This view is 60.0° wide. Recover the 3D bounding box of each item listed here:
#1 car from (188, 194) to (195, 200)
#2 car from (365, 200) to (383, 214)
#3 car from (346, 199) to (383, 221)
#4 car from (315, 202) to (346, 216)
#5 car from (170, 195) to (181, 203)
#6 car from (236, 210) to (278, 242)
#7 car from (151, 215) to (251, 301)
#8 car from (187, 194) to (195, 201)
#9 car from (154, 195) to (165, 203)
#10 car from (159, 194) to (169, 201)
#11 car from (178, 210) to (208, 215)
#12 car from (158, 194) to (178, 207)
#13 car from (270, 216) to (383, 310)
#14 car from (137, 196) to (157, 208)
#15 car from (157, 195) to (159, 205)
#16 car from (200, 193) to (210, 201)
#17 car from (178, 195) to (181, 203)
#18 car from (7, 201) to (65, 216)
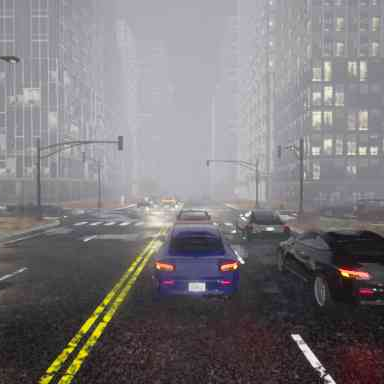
[{"bbox_3d":[-0.164,1.266,89.144,1.812,1.442,4.674,0,0,0],"label":"car"},{"bbox_3d":[21.744,1.643,36.263,4.829,1.417,1.752,1,0,1],"label":"car"},{"bbox_3d":[16.151,1.520,27.967,5.009,1.841,2.192,1,0,1],"label":"car"},{"bbox_3d":[15.040,1.702,33.755,4.718,1.301,1.895,0,1,1],"label":"car"},{"bbox_3d":[-3.378,1.418,69.182,1.882,1.535,5.008,0,0,0],"label":"car"},{"bbox_3d":[3.325,1.555,16.219,1.994,1.385,4.181,0,0,-1],"label":"car"},{"bbox_3d":[0.087,1.522,8.213,1.812,1.442,4.674,0,0,0],"label":"car"},{"bbox_3d":[-0.145,1.514,79.172,1.895,1.301,4.718,0,0,0],"label":"car"},{"bbox_3d":[-6.639,1.446,67.974,1.837,1.490,4.892,0,0,0],"label":"car"},{"bbox_3d":[-6.646,1.279,78.974,2.097,1.767,4.553,0,0,0],"label":"car"},{"bbox_3d":[0.071,1.591,17.380,1.895,1.301,4.718,0,0,0],"label":"car"},{"bbox_3d":[-3.433,1.442,49.275,1.882,1.535,5.008,0,0,0],"label":"car"},{"bbox_3d":[3.338,1.522,7.649,1.812,1.442,4.674,0,0,0],"label":"car"},{"bbox_3d":[-6.685,1.513,47.876,2.033,1.411,5.357,0,0,0],"label":"car"},{"bbox_3d":[-6.687,1.460,57.614,1.837,1.490,4.892,0,0,0],"label":"car"},{"bbox_3d":[3.106,1.143,78.761,2.150,2.045,5.566,0,0,0],"label":"car"},{"bbox_3d":[-3.435,1.554,58.654,1.895,1.301,4.718,0,0,0],"label":"car"},{"bbox_3d":[-14.294,1.497,30.634,4.718,1.301,1.895,1,1,6],"label":"car"}]
